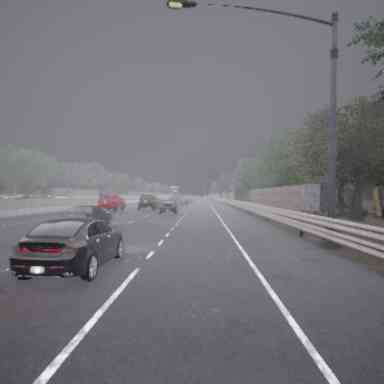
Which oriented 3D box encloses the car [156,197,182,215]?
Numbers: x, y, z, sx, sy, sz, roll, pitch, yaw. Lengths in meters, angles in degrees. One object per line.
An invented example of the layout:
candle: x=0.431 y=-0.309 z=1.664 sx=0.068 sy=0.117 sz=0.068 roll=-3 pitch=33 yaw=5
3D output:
car: x=-2.439 y=1.645 z=36.723 sx=1.837 sy=1.490 sz=4.892 roll=1 pitch=0 yaw=2

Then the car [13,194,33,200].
car: x=-26.454 y=1.038 z=51.547 sx=1.812 sy=1.442 sz=4.674 roll=1 pitch=0 yaw=2

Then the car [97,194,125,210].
car: x=-9.365 y=1.220 z=38.804 sx=2.150 sy=2.045 sz=5.566 roll=1 pitch=0 yaw=2

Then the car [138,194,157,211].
car: x=-5.690 y=1.332 z=44.084 sx=2.150 sy=2.045 sz=5.566 roll=1 pitch=0 yaw=2

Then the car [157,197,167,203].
car: x=-7.820 y=1.992 z=86.014 sx=1.994 sy=1.385 sz=4.181 roll=1 pitch=-1 yaw=2

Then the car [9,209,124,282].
car: x=-3.327 y=1.484 z=9.753 sx=1.837 sy=1.490 sz=4.892 roll=1 pitch=0 yaw=2

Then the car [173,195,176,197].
car: x=-4.249 y=1.764 z=87.952 sx=2.150 sy=2.045 sz=5.566 roll=1 pitch=-1 yaw=2

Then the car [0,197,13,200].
car: x=-23.408 y=1.217 z=38.634 sx=1.812 sy=1.442 sz=4.674 roll=1 pitch=0 yaw=2

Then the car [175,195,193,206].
car: x=-1.549 y=1.843 z=63.696 sx=2.128 sy=1.511 sz=4.902 roll=1 pitch=-1 yaw=2

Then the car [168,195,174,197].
car: x=-5.048 y=1.801 z=63.805 sx=1.812 sy=1.442 sz=4.674 roll=1 pitch=-1 yaw=2

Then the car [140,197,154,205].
car: x=-8.546 y=1.763 z=63.912 sx=1.994 sy=1.385 sz=4.181 roll=1 pitch=-1 yaw=2

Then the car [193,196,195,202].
car: x=-0.957 y=2.097 z=81.773 sx=1.994 sy=1.385 sz=4.181 roll=1 pitch=-1 yaw=2

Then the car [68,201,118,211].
car: x=-6.471 y=1.513 z=20.650 sx=2.033 sy=1.411 sz=5.357 roll=1 pitch=0 yaw=2
